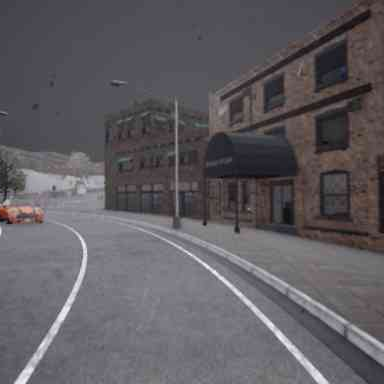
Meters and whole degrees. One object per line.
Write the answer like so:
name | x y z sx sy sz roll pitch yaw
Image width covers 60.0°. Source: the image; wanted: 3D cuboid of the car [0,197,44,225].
car | -11.703 1.216 22.797 2.097 1.767 4.553 0 0 -37
